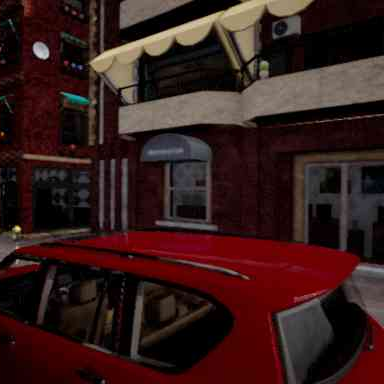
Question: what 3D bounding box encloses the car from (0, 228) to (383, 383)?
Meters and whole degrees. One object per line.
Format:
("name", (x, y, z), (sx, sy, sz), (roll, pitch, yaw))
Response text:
("car", (-0.815, 1.315, 3.288), (5.009, 1.841, 2.192), (0, 1, 36))
